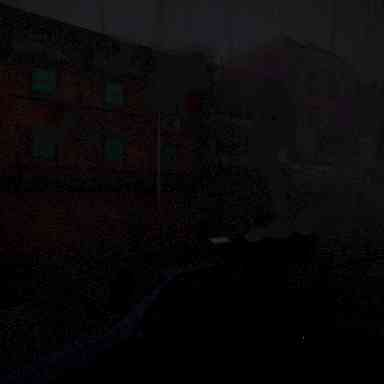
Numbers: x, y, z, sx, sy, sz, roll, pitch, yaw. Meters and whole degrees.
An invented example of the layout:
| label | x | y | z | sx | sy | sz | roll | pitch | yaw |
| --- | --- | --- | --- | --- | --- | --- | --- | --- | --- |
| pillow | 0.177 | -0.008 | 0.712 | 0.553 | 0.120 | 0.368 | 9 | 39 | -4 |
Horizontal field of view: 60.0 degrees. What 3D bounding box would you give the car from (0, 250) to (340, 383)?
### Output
| label | x | y | z | sx | sy | sz | roll | pitch | yaw |
| --- | --- | --- | --- | --- | --- | --- | --- | --- | --- |
| car | -0.208 | 1.566 | 4.456 | 5.357 | 1.411 | 2.033 | 1 | 0 | -35 |
